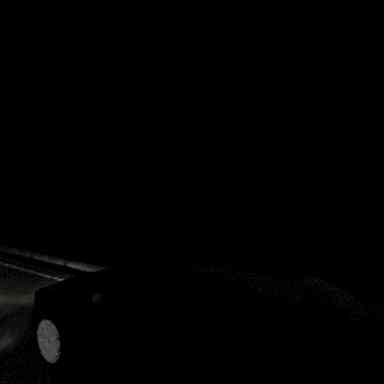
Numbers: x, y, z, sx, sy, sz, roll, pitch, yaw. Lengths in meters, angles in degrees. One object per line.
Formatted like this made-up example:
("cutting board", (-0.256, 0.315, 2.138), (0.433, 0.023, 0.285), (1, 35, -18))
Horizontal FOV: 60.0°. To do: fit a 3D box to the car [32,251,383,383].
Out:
("car", (0.025, 1.480, 4.021), (5.008, 1.535, 1.882), (0, 0, 36))
